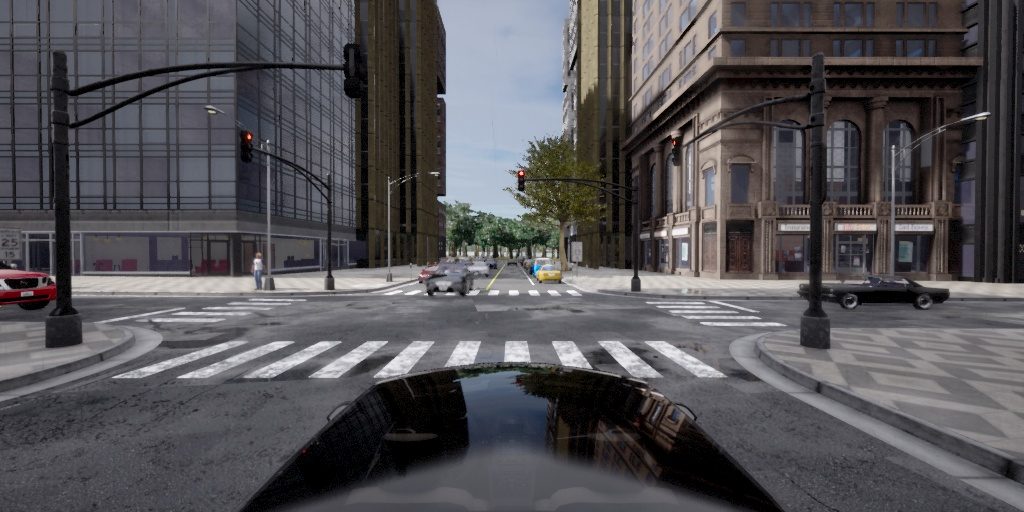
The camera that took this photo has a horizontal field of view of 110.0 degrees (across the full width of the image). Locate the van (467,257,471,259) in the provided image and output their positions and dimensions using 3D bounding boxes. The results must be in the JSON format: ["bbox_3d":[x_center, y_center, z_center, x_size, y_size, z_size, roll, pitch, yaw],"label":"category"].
[{"bbox_3d":[-5.786,1.050,38.315,1.690,1.789,3.998,0,0,0],"label":"van"}]

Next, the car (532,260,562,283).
[{"bbox_3d":[2.747,1.254,27.138,1.751,1.417,4.829,0,0,0],"label":"car"}]

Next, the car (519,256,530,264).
[{"bbox_3d":[2.726,1.202,61.046,2.007,1.370,4.403,0,0,0],"label":"car"}]

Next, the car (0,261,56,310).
[{"bbox_3d":[-18.381,0.842,11.526,5.566,2.045,2.150,1,1,0],"label":"car"}]

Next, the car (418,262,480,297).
[{"bbox_3d":[-3.104,1.211,18.648,2.128,1.511,4.902,0,-1,0],"label":"car"}]

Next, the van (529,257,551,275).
[{"bbox_3d":[2.743,1.060,32.649,1.690,1.789,3.998,0,0,0],"label":"van"}]

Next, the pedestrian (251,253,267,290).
[{"bbox_3d":[-12.533,0.741,17.779,0.375,1.860,0.375,0,0,0],"label":"pedestrian"}]

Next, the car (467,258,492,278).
[{"bbox_3d":[-3.118,1.244,33.766,1.812,1.442,4.674,0,1,0],"label":"car"}]

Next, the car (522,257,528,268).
[{"bbox_3d":[2.733,1.208,49.857,1.751,1.417,4.829,0,0,0],"label":"car"}]

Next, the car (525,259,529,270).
[{"bbox_3d":[2.740,1.275,38.328,1.948,1.339,4.313,0,0,0],"label":"car"}]

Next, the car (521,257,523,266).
[{"bbox_3d":[2.729,1.213,55.366,1.888,1.381,4.507,0,0,0],"label":"car"}]

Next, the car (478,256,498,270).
[{"bbox_3d":[-3.112,1.036,49.824,2.097,1.767,4.553,0,0,0],"label":"car"}]

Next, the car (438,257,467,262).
[{"bbox_3d":[-5.782,1.034,32.635,2.192,1.841,5.009,0,0,0],"label":"car"}]

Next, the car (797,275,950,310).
[{"bbox_3d":[14.702,1.444,14.820,4.718,1.301,1.895,0,1,0],"label":"car"}]
